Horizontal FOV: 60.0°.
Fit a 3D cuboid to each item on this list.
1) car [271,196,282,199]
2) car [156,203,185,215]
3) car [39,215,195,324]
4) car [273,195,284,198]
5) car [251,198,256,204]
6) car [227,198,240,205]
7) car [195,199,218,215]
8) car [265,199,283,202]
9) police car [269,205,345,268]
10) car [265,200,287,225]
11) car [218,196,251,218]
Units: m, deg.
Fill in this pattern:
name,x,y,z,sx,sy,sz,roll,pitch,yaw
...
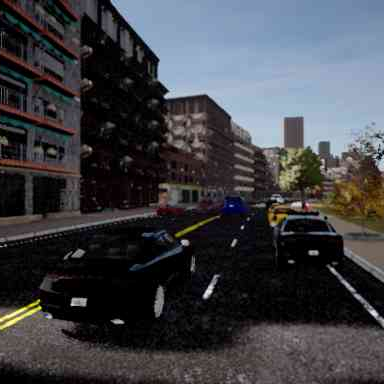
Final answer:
name,x,y,z,sx,sy,sz,roll,pitch,yaw
car,12.084,1.796,50.065,1.837,1.490,4.892,0,0,17
car,-2.203,1.818,34.650,1.895,1.301,4.718,0,0,14
car,-1.211,1.525,7.443,1.882,1.535,5.008,0,0,11
car,16.837,1.635,65.773,2.150,2.045,5.566,0,-1,19
car,13.448,2.108,75.867,1.895,1.301,4.718,0,-1,19
car,9.158,2.100,73.420,1.895,1.301,4.718,0,-1,19
car,1.773,1.576,37.178,2.097,1.767,4.553,0,0,14
car,7.156,1.600,27.300,1.801,1.575,5.366,0,0,13
police car,3.863,1.485,11.702,1.930,1.638,5.238,0,0,11
car,5.879,1.568,21.521,1.801,1.575,5.366,0,0,12
car,4.309,1.412,33.239,2.150,2.045,5.566,0,0,14
